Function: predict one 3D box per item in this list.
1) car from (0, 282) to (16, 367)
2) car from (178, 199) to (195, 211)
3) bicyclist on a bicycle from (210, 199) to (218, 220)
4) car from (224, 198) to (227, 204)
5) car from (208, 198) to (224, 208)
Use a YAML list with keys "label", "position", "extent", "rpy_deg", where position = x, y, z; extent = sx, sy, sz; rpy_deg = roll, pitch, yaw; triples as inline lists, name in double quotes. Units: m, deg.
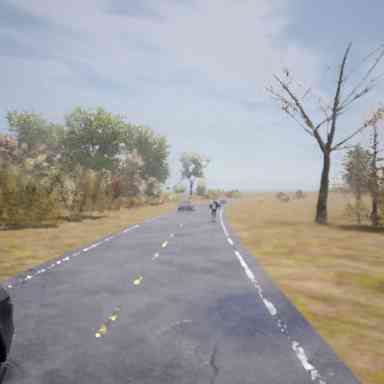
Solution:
- label: "car"
  position: [-3.056, 1.500, 2.022]
  extent: [2.128, 1.511, 4.902]
  rpy_deg: [0, 0, 1]
- label: "car"
  position: [-0.706, 1.752, 43.897]
  extent: [1.837, 1.490, 4.892]
  rpy_deg: [0, 0, 6]
- label: "bicyclist on a bicycle"
  position: [1.777, 1.607, 27.058]
  extent: [0.582, 1.620, 1.656]
  rpy_deg: [0, -1, 4]
- label: "car"
  position: [6.702, 1.985, 74.433]
  extent: [2.033, 1.411, 5.357]
  rpy_deg: [0, 0, 10]
- label: "car"
  position: [3.855, 1.927, 55.596]
  extent: [1.895, 1.301, 4.718]
  rpy_deg: [0, 0, 8]
